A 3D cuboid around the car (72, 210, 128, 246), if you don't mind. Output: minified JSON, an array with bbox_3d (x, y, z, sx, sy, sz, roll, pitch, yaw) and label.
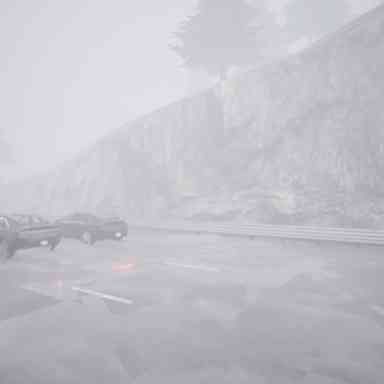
[{"bbox_3d":[-5.235,1.659,16.241,4.892,1.490,1.837,0,0,36],"label":"car"}]

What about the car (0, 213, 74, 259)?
[{"bbox_3d":[-7.272,1.645,13.395,4.902,1.511,2.128,-1,0,36],"label":"car"}]
